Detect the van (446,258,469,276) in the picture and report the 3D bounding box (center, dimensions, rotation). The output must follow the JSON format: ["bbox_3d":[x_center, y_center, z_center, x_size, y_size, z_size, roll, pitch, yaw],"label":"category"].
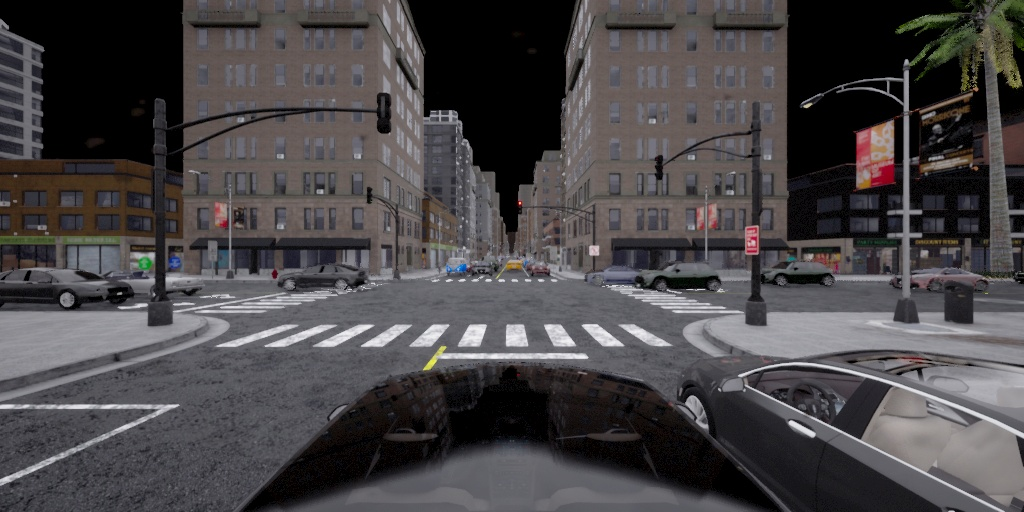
[{"bbox_3d":[-5.704,1.090,36.981,1.690,1.789,3.998,0,0,0],"label":"van"}]

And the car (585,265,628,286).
[{"bbox_3d":[7.148,1.317,24.718,4.181,1.385,1.994,0,0,8],"label":"car"}]

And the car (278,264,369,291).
[{"bbox_3d":[-10.927,1.236,20.900,4.892,1.490,1.837,0,0,0],"label":"car"}]

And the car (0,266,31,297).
[{"bbox_3d":[-26.883,1.234,17.366,4.674,1.442,1.812,0,0,0],"label":"car"}]

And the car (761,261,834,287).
[{"bbox_3d":[18.893,1.123,24.296,4.553,1.767,2.097,0,0,0],"label":"car"}]

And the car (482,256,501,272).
[{"bbox_3d":[-2.900,0.972,45.927,2.150,2.045,5.566,0,0,0],"label":"car"}]

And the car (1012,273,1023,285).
[{"bbox_3d":[37.444,1.410,24.378,4.718,1.301,1.895,0,0,0],"label":"car"}]

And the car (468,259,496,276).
[{"bbox_3d":[-2.948,1.314,36.619,1.994,1.385,4.181,0,0,0],"label":"car"}]

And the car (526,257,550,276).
[{"bbox_3d":[2.822,1.190,36.943,1.967,1.591,4.097,0,0,0],"label":"car"}]

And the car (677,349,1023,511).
[{"bbox_3d":[2.669,1.300,2.293,2.007,1.370,4.403,0,0,0],"label":"car"}]

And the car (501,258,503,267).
[{"bbox_3d":[-2.849,1.351,55.900,1.895,1.301,4.718,0,0,0],"label":"car"}]

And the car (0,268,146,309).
[{"bbox_3d":[-17.937,1.231,14.161,4.892,1.490,1.837,0,0,0],"label":"car"}]

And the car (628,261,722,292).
[{"bbox_3d":[9.537,1.113,20.841,4.553,1.767,2.097,0,0,-4],"label":"car"}]

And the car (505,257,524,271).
[{"bbox_3d":[0.294,1.228,48.799,1.882,1.535,5.008,0,0,0],"label":"car"}]

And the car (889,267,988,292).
[{"bbox_3d":[24.942,1.351,21.075,4.181,1.385,1.994,0,0,0],"label":"car"}]

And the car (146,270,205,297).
[{"bbox_3d":[-17.896,1.323,17.410,4.718,1.301,1.895,0,0,0],"label":"car"}]

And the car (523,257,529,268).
[{"bbox_3d":[2.876,1.190,48.281,1.967,1.591,4.097,0,0,0],"label":"car"}]
